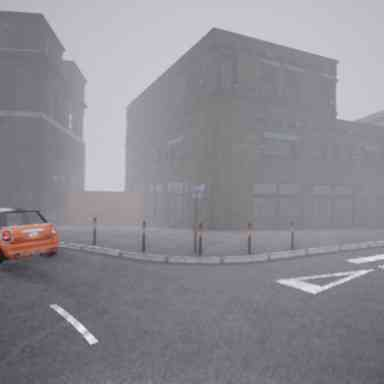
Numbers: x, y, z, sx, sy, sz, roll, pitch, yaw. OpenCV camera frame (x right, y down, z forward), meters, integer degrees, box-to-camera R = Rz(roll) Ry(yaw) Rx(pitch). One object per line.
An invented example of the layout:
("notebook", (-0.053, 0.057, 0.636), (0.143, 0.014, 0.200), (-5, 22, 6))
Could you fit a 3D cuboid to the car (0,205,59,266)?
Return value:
("car", (-6.647, 1.283, 11.106), (4.553, 1.767, 2.097), (1, 0, 29))
